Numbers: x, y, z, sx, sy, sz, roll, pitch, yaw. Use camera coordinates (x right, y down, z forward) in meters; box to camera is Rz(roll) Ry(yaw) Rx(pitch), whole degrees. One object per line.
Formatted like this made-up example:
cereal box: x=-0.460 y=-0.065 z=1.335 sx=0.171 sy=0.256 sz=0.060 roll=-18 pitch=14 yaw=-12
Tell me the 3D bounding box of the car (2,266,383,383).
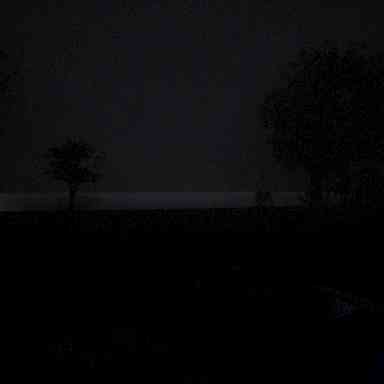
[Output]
car: x=0.379 y=1.553 z=3.342 sx=4.181 sy=1.385 sz=1.994 roll=0 pitch=0 yaw=-35
